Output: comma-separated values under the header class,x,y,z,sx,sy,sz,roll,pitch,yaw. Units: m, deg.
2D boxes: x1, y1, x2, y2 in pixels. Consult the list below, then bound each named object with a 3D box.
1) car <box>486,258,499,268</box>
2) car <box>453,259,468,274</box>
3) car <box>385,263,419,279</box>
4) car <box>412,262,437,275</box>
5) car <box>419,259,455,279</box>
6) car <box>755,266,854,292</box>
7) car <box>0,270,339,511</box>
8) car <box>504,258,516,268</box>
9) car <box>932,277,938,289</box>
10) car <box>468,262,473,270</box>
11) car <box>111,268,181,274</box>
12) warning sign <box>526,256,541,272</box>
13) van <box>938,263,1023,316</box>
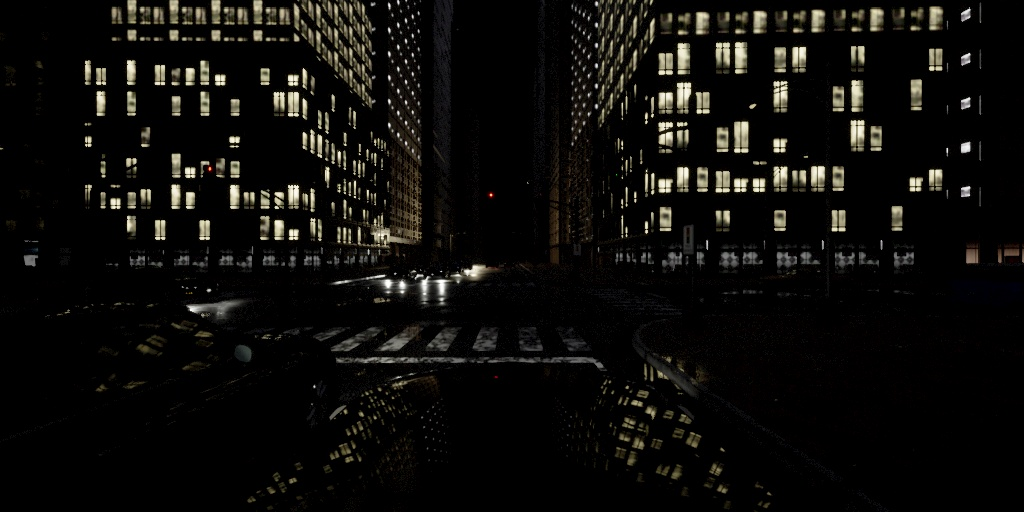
class,x,y,z,sx,sy,sz,roll,pitch,yaw
car,-3.540,1.213,63.634,2.097,1.767,4.553,0,0,-1
car,-6.861,1.277,42.811,1.882,1.535,5.008,0,0,0
car,-10.048,1.343,32.782,1.994,1.385,4.181,0,0,0
car,-10.097,1.360,41.690,1.994,1.385,4.181,0,0,0
car,-6.797,1.305,32.938,1.812,1.442,4.674,0,0,0
car,16.966,1.293,20.923,4.829,1.417,1.751,0,0,2
car,-3.155,1.102,2.543,2.097,1.767,4.553,0,0,0
car,-0.396,1.426,63.814,1.994,1.385,4.181,0,0,0
car,26.803,1.357,20.502,4.207,1.307,1.802,0,0,2
car,-6.912,1.389,52.790,1.994,1.385,4.181,0,0,0
car,-15.646,1.264,15.930,4.892,1.490,1.837,0,0,6
warning sign,2.601,0.910,40.818,1.300,1.860,1.060,0,0,0
van,18.289,1.119,12.760,3.998,1.789,1.690,0,0,2
